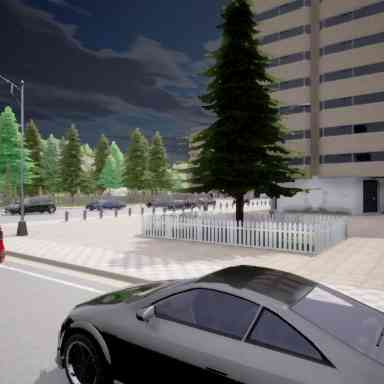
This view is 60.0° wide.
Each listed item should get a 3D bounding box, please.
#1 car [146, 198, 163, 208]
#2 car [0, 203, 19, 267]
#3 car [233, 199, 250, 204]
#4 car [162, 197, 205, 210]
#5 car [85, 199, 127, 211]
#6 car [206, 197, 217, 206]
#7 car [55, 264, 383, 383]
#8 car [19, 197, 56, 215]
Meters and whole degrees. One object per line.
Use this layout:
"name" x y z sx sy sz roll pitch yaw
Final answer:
"car" -4.923 1.564 49.362 1.994 1.385 4.181 0 0 36
"car" -7.318 1.221 9.157 5.566 2.045 2.150 0 0 36
"car" 9.482 1.564 63.247 1.994 1.385 4.181 0 0 35
"car" -0.975 1.547 42.518 2.033 1.411 5.357 0 0 35
"car" -10.612 1.547 41.391 2.033 1.411 5.357 0 0 35
"car" 2.263 1.525 53.115 1.812 1.442 4.674 0 0 36
"car" 0.373 1.564 3.726 4.181 1.385 1.994 0 0 35
"car" -16.187 1.352 33.554 2.097 1.767 4.553 0 0 35
